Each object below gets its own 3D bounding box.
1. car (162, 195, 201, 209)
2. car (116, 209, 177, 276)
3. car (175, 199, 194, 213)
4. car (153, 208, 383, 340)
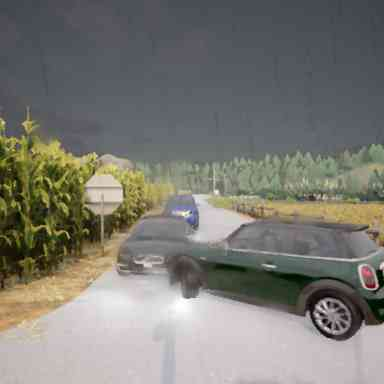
[{"bbox_3d":[-0.691,1.205,21.506,2.150,2.045,5.566,0,0,-1],"label":"car"},{"bbox_3d":[-0.929,1.494,10.331,1.837,1.490,4.892,1,0,3],"label":"car"},{"bbox_3d":[-0.870,1.523,37.919,2.033,1.411,5.357,0,0,-1],"label":"car"},{"bbox_3d":[1.577,1.345,6.860,4.553,1.767,2.097,-1,0,41],"label":"car"}]
